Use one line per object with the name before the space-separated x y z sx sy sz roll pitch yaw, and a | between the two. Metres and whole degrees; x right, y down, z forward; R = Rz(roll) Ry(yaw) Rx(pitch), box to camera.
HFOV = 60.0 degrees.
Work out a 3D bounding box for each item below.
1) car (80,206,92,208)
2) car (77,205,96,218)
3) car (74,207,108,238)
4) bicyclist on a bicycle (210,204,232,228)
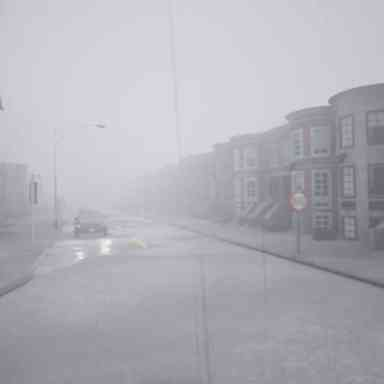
car | -9.509 2.145 30.327 1.812 1.442 4.674 -1 -1 -18
car | -13.156 2.392 41.393 2.033 1.411 5.357 -1 -1 -18
car | -6.450 1.957 21.155 1.812 1.442 4.674 -1 -1 -19
bicyclist on a bicycle | 1.955 1.631 22.424 1.656 1.620 0.582 -1 -1 -18
